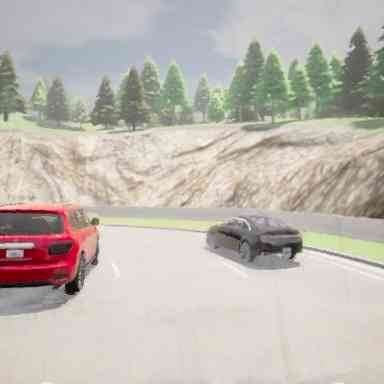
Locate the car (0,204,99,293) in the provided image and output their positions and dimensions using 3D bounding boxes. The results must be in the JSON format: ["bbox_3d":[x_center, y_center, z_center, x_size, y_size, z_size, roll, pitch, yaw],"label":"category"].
[{"bbox_3d":[-3.888,1.330,9.117,2.150,2.045,5.566,1,-1,-10],"label":"car"}]

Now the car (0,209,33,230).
[{"bbox_3d":[-13.905,1.876,23.120,4.718,1.301,1.895,0,-1,-2],"label":"car"}]

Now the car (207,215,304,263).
[{"bbox_3d":[2.161,1.644,12.770,2.128,1.511,4.902,1,-1,-20],"label":"car"}]
